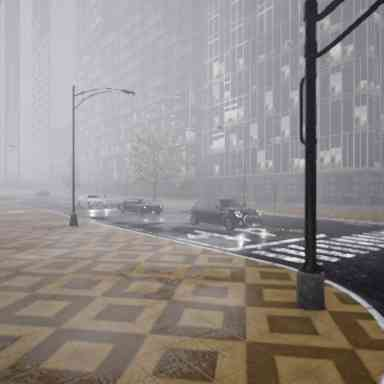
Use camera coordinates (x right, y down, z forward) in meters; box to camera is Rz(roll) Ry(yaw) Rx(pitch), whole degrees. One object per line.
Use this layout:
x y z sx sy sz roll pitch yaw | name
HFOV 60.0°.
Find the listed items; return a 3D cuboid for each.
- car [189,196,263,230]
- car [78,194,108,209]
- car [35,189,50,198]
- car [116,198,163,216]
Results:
1.872 1.112 19.190 2.097 1.767 4.553 0 1 -38 | car
-10.532 0.918 34.941 1.812 1.442 4.674 0 1 -38 | car
-28.629 0.245 63.570 1.882 1.535 5.008 0 1 -38 | car
-4.286 1.179 26.993 1.895 1.301 4.718 0 1 -38 | car
